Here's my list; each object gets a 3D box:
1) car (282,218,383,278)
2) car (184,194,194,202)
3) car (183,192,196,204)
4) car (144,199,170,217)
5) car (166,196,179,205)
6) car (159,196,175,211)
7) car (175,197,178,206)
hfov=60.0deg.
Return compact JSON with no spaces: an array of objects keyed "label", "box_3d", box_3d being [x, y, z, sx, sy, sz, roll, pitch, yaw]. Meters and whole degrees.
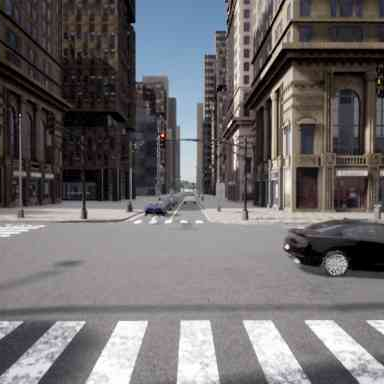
[{"label":"car","box_3d":[5.230,1.547,9.657,5.008,1.535,1.882,3,0,0]},{"label":"car","box_3d":[-0.584,1.309,72.804,2.097,1.767,4.553,0,0,0]},{"label":"car","box_3d":[-0.421,1.181,62.378,2.150,2.045,5.566,0,0,0]},{"label":"car","box_3d":[-3.375,1.579,31.547,1.895,1.301,4.718,0,0,-1]},{"label":"car","box_3d":[-3.562,1.508,60.884,2.033,1.411,5.357,0,0,0]},{"label":"car","box_3d":[-3.455,1.477,40.876,1.837,1.490,4.892,0,0,-1]},{"label":"car","box_3d":[-3.518,1.492,50.206,1.812,1.442,4.674,0,0,-1]}]
